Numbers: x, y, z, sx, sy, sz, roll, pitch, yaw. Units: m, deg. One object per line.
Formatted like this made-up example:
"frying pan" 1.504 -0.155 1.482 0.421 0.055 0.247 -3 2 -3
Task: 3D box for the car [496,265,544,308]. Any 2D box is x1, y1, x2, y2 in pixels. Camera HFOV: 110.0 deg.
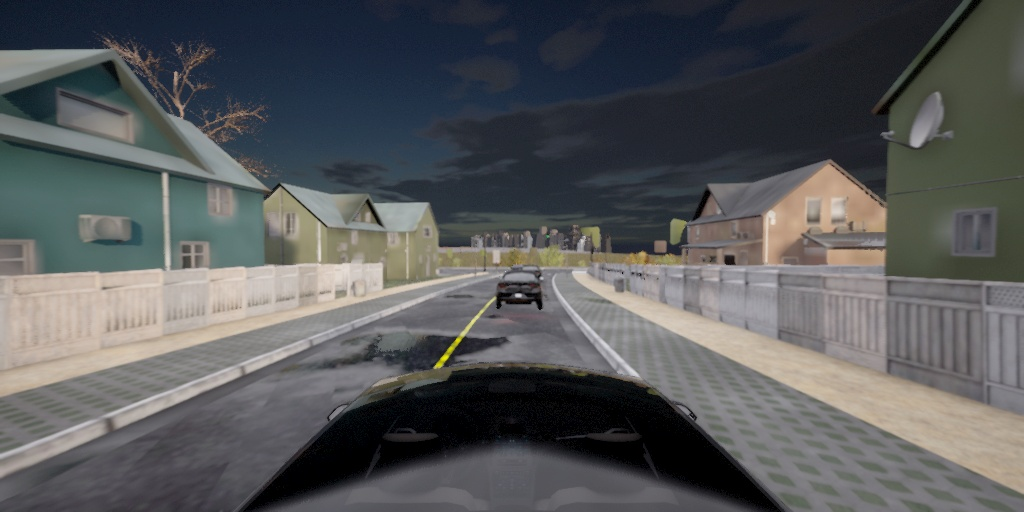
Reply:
"car" 0.406 1.359 15.996 1.882 1.535 5.008 0 0 4
